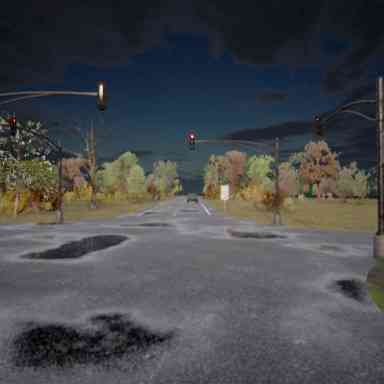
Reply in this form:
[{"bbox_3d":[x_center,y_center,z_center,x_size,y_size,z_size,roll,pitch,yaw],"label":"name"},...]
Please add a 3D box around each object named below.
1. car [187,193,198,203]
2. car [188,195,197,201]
[{"bbox_3d":[0.090,1.256,67.825,2.150,2.045,5.566,0,0,0],"label":"car"},{"bbox_3d":[0.103,1.423,78.216,2.033,1.411,5.357,0,0,0],"label":"car"}]
